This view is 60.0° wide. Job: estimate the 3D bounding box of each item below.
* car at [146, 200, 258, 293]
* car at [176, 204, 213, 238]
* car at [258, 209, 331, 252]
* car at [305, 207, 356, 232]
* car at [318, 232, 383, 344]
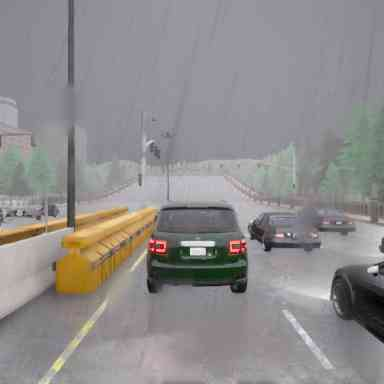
[{"bbox_3d":[0.114,1.222,8.987,2.150,2.045,5.566,0,0,0],"label":"car"},{"bbox_3d":[0.127,1.505,18.840,1.837,1.490,4.892,0,0,0],"label":"car"},{"bbox_3d":[3.622,1.548,13.947,2.033,1.411,5.357,0,0,0],"label":"car"},{"bbox_3d":[7.125,1.547,18.610,2.033,1.411,5.357,0,0,0],"label":"car"},{"bbox_3d":[3.610,1.564,4.670,1.994,1.385,4.181,0,0,0],"label":"car"}]
